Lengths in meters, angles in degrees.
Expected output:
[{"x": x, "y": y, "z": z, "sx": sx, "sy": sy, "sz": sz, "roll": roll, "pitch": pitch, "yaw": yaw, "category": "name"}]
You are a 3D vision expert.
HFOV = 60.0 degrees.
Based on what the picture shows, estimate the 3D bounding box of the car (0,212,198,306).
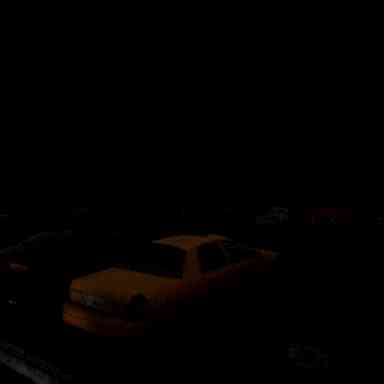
[{"x": -2.213, "y": 1.484, "z": 8.051, "sx": 2.097, "sy": 1.535, "sz": 5.008, "roll": 0, "pitch": 0, "yaw": 35, "category": "car"}]

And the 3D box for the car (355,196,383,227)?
[{"x": 9.622, "y": 1.223, "z": 15.656, "sx": 2.435, "sy": 2.045, "sz": 5.566, "roll": 0, "pitch": 0, "yaw": 35, "category": "car"}]

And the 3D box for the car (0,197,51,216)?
[{"x": -17.507, "y": 1.490, "z": 34.956, "sx": 2.185, "sy": 1.767, "sz": 4.553, "roll": 0, "pitch": 0, "yaw": 35, "category": "car"}]

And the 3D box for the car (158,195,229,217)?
[{"x": 0.644, "y": 1.253, "z": 22.041, "sx": 2.435, "sy": 2.045, "sz": 5.566, "roll": 0, "pitch": 0, "yaw": 35, "category": "car"}]

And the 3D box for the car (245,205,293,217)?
[{"x": 5.099, "y": 1.526, "z": 18.904, "sx": 2.002, "sy": 1.452, "sz": 4.674, "roll": 0, "pitch": 0, "yaw": 35, "category": "car"}]

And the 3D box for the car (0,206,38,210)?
[{"x": -9.063, "y": 1.515, "z": 12.924, "sx": 2.231, "sy": 1.521, "sz": 4.892, "roll": 0, "pitch": 0, "yaw": 35, "category": "car"}]

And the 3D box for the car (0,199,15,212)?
[{"x": -24.286, "y": 1.680, "z": 39.838, "sx": 2.097, "sy": 1.535, "sz": 5.008, "roll": -1, "pitch": 0, "yaw": 36, "category": "car"}]

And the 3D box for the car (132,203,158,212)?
[{"x": -1.590, "y": 1.545, "z": 23.700, "sx": 2.163, "sy": 1.488, "sz": 4.792, "roll": 0, "pitch": 0, "yaw": 35, "category": "car"}]

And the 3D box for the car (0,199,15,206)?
[{"x": -11.332, "y": 1.277, "z": 14.578, "sx": 2.435, "sy": 2.045, "sz": 5.566, "roll": 0, "pitch": 0, "yaw": 35, "category": "car"}]

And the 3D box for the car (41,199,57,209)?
[{"x": -10.687, "y": 1.611, "z": 30.133, "sx": 2.002, "sy": 1.452, "sz": 4.674, "roll": 0, "pitch": 0, "yaw": 35, "category": "car"}]

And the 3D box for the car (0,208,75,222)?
[{"x": -6.797, "y": 1.532, "z": 11.282, "sx": 2.163, "sy": 1.488, "sz": 4.792, "roll": 0, "pitch": 0, "yaw": 35, "category": "car"}]

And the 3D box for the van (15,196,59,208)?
[{"x": -15.158, "y": 1.372, "z": 33.463, "sx": 1.878, "sy": 1.987, "sz": 4.442, "roll": 0, "pitch": 0, "yaw": 35, "category": "van"}]

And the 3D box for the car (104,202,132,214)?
[{"x": -3.894, "y": 1.559, "z": 25.267, "sx": 2.163, "sy": 1.488, "sz": 4.792, "roll": 0, "pitch": 0, "yaw": 35, "category": "car"}]

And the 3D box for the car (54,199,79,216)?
[{"x": -8.524, "y": 1.554, "z": 28.369, "sx": 1.946, "sy": 1.575, "sz": 5.366, "roll": 0, "pitch": 0, "yaw": 35, "category": "car"}]

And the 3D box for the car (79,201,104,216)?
[{"x": -6.149, "y": 1.543, "z": 26.901, "sx": 2.097, "sy": 1.535, "sz": 5.008, "roll": 0, "pitch": 0, "yaw": 35, "category": "car"}]

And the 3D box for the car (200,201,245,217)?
[{"x": 2.929, "y": 1.494, "z": 20.444, "sx": 2.097, "sy": 1.535, "sz": 5.008, "roll": 0, "pitch": 0, "yaw": 35, "category": "car"}]

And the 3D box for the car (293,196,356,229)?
[{"x": 7.452, "y": 1.227, "z": 17.198, "sx": 2.435, "sy": 2.045, "sz": 5.566, "roll": 0, "pitch": 0, "yaw": 35, "category": "car"}]

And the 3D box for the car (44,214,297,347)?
[{"x": 0.179, "y": 1.475, "z": 6.584, "sx": 1.946, "sy": 1.575, "sz": 5.366, "roll": 0, "pitch": 0, "yaw": 35, "category": "car"}]

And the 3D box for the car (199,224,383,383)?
[{"x": 2.373, "y": 1.502, "z": 4.832, "sx": 2.163, "sy": 1.488, "sz": 4.792, "roll": 0, "pitch": 0, "yaw": 35, "category": "car"}]

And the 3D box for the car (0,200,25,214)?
[{"x": -22.020, "y": 1.696, "z": 38.217, "sx": 2.002, "sy": 1.452, "sz": 4.674, "roll": -1, "pitch": 0, "yaw": 36, "category": "car"}]
